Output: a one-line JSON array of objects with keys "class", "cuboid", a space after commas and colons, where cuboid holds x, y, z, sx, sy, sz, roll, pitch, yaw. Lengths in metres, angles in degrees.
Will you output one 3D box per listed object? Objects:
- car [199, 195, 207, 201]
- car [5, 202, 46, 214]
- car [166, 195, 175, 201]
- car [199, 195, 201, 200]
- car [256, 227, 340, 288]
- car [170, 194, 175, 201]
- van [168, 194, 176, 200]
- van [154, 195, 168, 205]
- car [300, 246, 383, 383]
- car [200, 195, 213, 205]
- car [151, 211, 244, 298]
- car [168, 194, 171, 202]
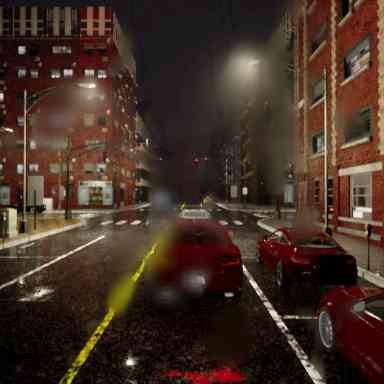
[{"class": "car", "cuboid": [2.846, 1.584, 86.420, 1.947, 1.339, 4.313, 1, 0, 0]}, {"class": "car", "cuboid": [-18.648, 1.724, 37.324, 4.313, 1.339, 1.947, 0, -1, 0]}, {"class": "car", "cuboid": [-5.533, 1.568, 86.474, 2.008, 1.369, 4.403, 1, 0, 0]}, {"class": "car", "cuboid": [2.837, 1.560, 80.769, 1.887, 1.381, 4.507, 1, 0, 0]}, {"class": "car", "cuboid": [2.852, 1.583, 8.906, 1.802, 1.307, 4.206, 1, 0, 0]}, {"class": "car", "cuboid": [-5.553, 1.596, 75.169, 1.802, 1.307, 4.206, 1, 0, 0]}, {"class": "van", "cuboid": [-5.521, 1.361, 92.126, 1.690, 1.788, 3.998, 1, 0, 0]}, {"class": "van", "cuboid": [-5.578, 1.350, 58.213, 1.690, 1.788, 3.998, 1, 0, 0]}, {"class": "car", "cuboid": [2.673, 1.582, 3.250, 1.802, 1.307, 4.206, 1, 0, 0]}, {"class": "car", "cuboid": [2.799, 1.534, 58.329, 1.752, 1.417, 4.829, 1, 0, 0]}, {"class": "car", "cuboid": [0.112, 1.479, 8.588, 1.882, 1.535, 5.008, 0, 0, 0]}, {"class": "car", "cuboid": [-5.572, 1.592, 63.865, 1.802, 1.307, 4.206, 1, 0, 0]}]
